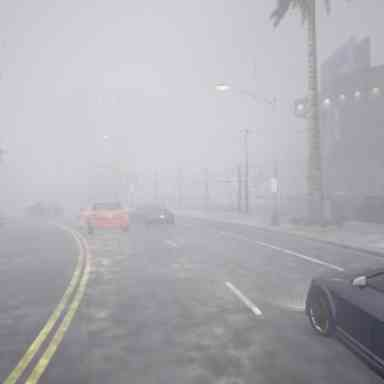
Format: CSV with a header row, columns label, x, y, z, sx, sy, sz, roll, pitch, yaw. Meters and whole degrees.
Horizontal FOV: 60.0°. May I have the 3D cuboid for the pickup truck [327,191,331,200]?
label,x,y,z,sx,sy,sz,roll,pitch,yaw
pickup truck,14.600,0.793,32.248,6.274,2.098,2.390,-1,1,-44

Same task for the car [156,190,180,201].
label,x,y,z,sx,sy,sz,roll,pitch,yaw
car,-4.183,0.941,52.509,2.185,1.767,4.553,-1,1,-44

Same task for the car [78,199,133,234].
label,x,y,z,sx,sy,sz,roll,pitch,yaw
car,-5.167,1.261,18.933,2.097,1.767,4.553,-1,0,-27

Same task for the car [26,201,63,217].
label,x,y,z,sx,sy,sz,roll,pitch,yaw
car,-13.530,1.487,30.387,1.895,1.301,4.718,-1,0,-42

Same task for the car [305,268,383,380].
label,x,y,z,sx,sy,sz,roll,pitch,yaw
car,3.032,1.519,3.945,1.994,1.385,4.181,0,0,-6

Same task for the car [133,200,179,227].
label,x,y,z,sx,sy,sz,roll,pitch,yaw
car,-2.733,1.440,21.742,1.994,1.385,4.181,-1,0,-28
